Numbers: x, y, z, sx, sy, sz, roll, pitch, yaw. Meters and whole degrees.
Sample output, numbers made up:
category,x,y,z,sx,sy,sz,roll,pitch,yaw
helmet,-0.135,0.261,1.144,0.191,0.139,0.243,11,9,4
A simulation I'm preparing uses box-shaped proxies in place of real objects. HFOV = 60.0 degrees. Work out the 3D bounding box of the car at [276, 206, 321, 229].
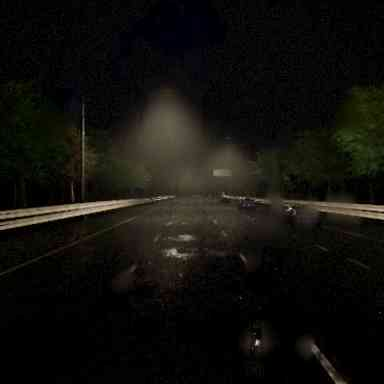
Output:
category,x,y,z,sx,sy,sz,roll,pitch,yaw
car,7.029,1.622,22.296,1.994,1.385,4.181,0,0,0

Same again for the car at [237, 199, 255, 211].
category,x,y,z,sx,sy,sz,roll,pitch,yaw
car,7.110,1.695,44.064,2.033,1.411,5.357,0,0,0

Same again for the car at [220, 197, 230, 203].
category,x,y,z,sx,sy,sz,roll,pitch,yaw
car,7.310,1.846,74.466,1.994,1.385,4.181,0,0,0
